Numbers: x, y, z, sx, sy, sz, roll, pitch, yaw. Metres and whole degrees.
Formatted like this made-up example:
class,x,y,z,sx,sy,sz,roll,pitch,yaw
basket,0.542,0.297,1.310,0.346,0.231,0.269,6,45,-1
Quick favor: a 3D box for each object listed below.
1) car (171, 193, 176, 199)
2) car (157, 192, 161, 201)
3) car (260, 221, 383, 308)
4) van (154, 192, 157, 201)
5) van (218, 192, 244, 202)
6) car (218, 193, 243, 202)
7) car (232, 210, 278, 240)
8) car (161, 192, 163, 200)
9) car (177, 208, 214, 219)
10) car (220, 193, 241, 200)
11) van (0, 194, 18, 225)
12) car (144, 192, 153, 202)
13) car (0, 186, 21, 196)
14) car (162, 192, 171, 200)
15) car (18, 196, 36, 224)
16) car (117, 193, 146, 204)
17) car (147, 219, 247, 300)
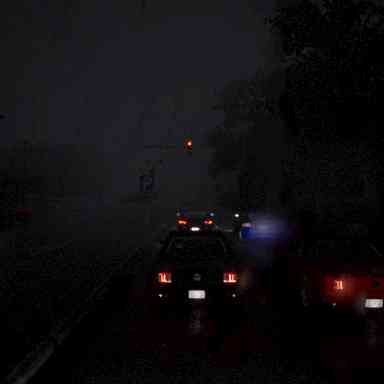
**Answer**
class,x,y,z,sx,sy,sz,roll,pitch,yaw
car,-7.993,1.062,88.325,5.566,2.045,2.435,-1,0,-12
car,-10.005,1.319,73.340,4.892,1.521,2.231,-1,0,-14
car,3.121,1.611,7.887,1.895,1.301,4.718,0,0,0
van,-10.233,1.090,70.369,4.442,1.987,1.878,-1,0,-14
van,7.290,1.040,63.977,4.442,1.987,1.878,1,0,-14
car,7.674,1.139,66.947,4.553,1.767,2.185,1,0,-14
car,3.165,1.587,16.635,1.994,1.385,4.181,0,0,1
car,-9.632,1.357,76.335,4.674,1.452,2.002,-1,0,-13
car,0.173,1.551,17.480,1.812,1.442,4.674,0,0,1
car,9.467,1.126,81.646,4.553,1.767,2.185,1,0,-12
van,-13.600,1.296,20.601,4.442,1.987,1.878,-1,0,-19
car,-10.793,1.313,64.377,5.366,1.575,1.946,-1,0,-15
car,-28.159,0.135,52.255,2.002,1.452,4.674,6,-3,-19
car,-8.444,1.354,85.319,4.674,1.452,2.002,-1,0,-12
car,-13.625,1.402,23.579,4.553,1.767,2.185,-1,0,-19
car,-11.438,1.356,61.385,4.792,1.488,2.163,-1,0,-15
car,0.111,1.612,8.378,1.895,1.301,4.718,0,0,0
